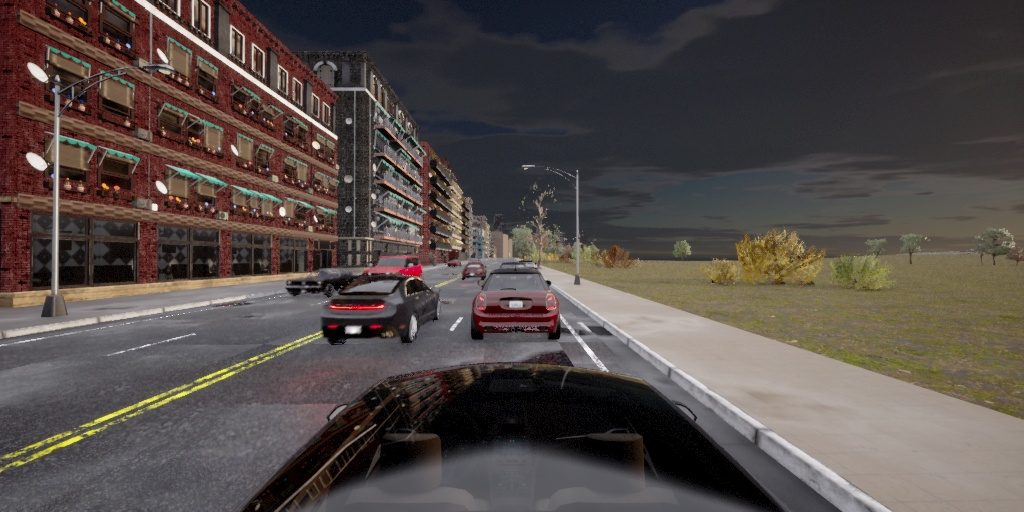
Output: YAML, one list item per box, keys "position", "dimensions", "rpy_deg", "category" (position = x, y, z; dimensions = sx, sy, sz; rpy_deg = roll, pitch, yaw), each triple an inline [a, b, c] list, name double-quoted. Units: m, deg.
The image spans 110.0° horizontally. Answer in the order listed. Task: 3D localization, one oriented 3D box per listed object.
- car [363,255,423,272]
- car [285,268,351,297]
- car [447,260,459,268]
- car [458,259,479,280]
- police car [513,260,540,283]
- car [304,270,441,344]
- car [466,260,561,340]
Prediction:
- position: [-6.629, 0.974, 20.399]
  dimensions: [2.150, 2.045, 5.566]
  rpy_deg: [0, 0, 0]
  category: "car"
- position: [-9.874, 1.353, 19.183]
  dimensions: [1.895, 1.301, 4.718]
  rpy_deg: [0, 0, 0]
  category: "car"
- position: [-9.903, 1.352, 61.579]
  dimensions: [1.895, 1.301, 4.718]
  rpy_deg: [0, 0, 0]
  category: "car"
- position: [-3.191, 1.279, 31.085]
  dimensions: [1.812, 1.442, 4.674]
  rpy_deg: [0, 0, 0]
  category: "car"
- position: [1.098, 1.179, 29.419]
  dimensions: [1.930, 1.638, 5.238]
  rpy_deg: [0, 0, 0]
  category: "police car"
- position: [-3.163, 1.253, 9.554]
  dimensions: [1.837, 1.490, 4.892]
  rpy_deg: [0, -1, 0]
  category: "car"
- position: [0.080, 1.103, 10.151]
  dimensions: [2.097, 1.767, 4.553]
  rpy_deg: [0, 0, 0]
  category: "car"
